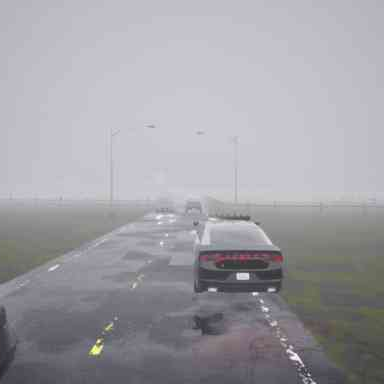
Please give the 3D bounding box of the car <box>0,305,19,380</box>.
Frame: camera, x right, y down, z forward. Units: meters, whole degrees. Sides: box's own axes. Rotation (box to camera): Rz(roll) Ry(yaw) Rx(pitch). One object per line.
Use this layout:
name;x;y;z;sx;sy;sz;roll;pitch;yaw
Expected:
car;-2.848;1.548;1.342;2.033;1.411;5.357;0;0;0

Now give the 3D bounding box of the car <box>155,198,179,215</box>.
car;-2.636;1.559;33.985;1.994;1.385;4.181;0;0;0

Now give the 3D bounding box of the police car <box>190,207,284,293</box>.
police car;0.992;1.425;9.009;1.930;1.638;5.238;0;0;0

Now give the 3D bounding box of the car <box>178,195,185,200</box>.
car;-2.477;1.476;81.192;1.837;1.490;4.892;0;0;0

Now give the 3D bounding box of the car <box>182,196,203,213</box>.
car;0.197;1.499;37.228;1.837;1.490;4.892;0;0;0

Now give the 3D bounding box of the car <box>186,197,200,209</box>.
car;0.186;1.516;47.397;1.812;1.442;4.674;0;0;1
